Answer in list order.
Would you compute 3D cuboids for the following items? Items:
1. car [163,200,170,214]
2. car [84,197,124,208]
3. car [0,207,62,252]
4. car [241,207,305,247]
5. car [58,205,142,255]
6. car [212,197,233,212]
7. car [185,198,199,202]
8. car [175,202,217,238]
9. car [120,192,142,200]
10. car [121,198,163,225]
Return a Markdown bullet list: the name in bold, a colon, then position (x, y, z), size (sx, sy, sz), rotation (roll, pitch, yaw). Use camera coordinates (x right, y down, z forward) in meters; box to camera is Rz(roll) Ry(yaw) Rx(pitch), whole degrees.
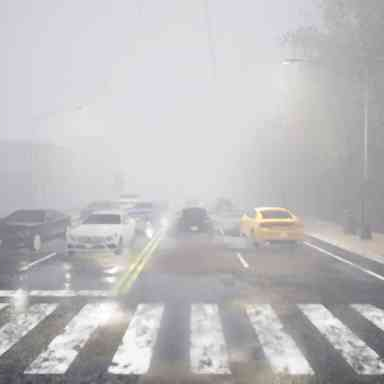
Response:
- **car**: position (-3.253, 1.441, 33.338), size (1.895, 1.301, 4.718), rotation (0, 0, 0)
- **car**: position (-6.572, 1.361, 24.184), size (1.882, 1.535, 5.008), rotation (0, 0, 0)
- **car**: position (-6.589, 1.411, 13.804), size (1.882, 1.535, 5.008), rotation (0, 0, 0)
- **car**: position (3.349, 1.407, 14.595), size (1.882, 1.535, 5.008), rotation (0, 0, 0)
- **car**: position (-3.339, 1.462, 13.128), size (1.812, 1.442, 4.674), rotation (0, 0, 0)
- **car**: position (3.348, 1.332, 36.097), size (1.837, 1.490, 4.892), rotation (0, 0, 0)
- **car**: position (0.004, 1.388, 44.419), size (1.895, 1.301, 4.718), rotation (0, 0, 0)
- **car**: position (0.099, 1.443, 17.129), size (1.812, 1.442, 4.674), rotation (0, 0, 0)
- **car**: position (-6.503, 1.054, 34.805), size (2.150, 2.045, 5.566), rotation (0, 0, 0)
- **car**: position (-3.333, 1.414, 23.177), size (1.812, 1.442, 4.674), rotation (0, 0, 1)
